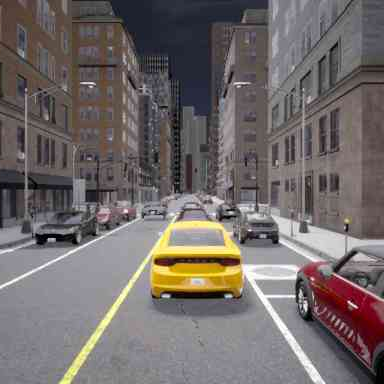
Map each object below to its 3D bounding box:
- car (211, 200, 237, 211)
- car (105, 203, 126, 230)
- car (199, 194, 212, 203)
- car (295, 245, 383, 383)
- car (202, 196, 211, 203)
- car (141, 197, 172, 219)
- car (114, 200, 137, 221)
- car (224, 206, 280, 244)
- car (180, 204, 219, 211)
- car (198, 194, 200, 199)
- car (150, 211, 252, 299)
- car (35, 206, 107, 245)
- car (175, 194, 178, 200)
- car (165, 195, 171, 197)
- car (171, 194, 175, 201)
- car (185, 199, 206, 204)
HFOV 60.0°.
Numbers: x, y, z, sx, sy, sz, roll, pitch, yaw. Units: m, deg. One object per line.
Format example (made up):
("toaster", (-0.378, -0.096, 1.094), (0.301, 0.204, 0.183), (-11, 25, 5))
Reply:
("car", (2.870, 1.569, 26.588), (1.947, 1.339, 4.313), (0, 0, 0))
("car", (-5.658, 1.584, 21.091), (1.802, 1.307, 4.206), (0, 0, 0))
("car", (2.923, 1.483, 63.678), (1.967, 1.590, 4.097), (0, 0, 0))
("car", (2.858, 1.440, 4.582), (1.967, 1.590, 4.097), (0, 0, 0))
("car", (2.936, 1.579, 69.257), (1.752, 1.417, 4.829), (0, 0, 0))
("car", (-2.985, 1.362, 27.365), (1.994, 1.385, 4.181), (0, 0, 0))
("car", (-5.656, 1.443, 26.593), (1.967, 1.590, 4.097), (0, 0, 0))
("car", (2.864, 1.552, 15.585), (2.008, 1.369, 4.403), (0, 0, 0))
("car", (0.116, 1.565, 17.506), (1.994, 1.385, 4.181), (0, 0, 0))
("car", (2.949, 1.615, 74.496), (2.008, 1.369, 4.403), (0, 0, 0))
("car", (0.099, 1.478, 8.512), (1.882, 1.535, 5.008), (0, 0, 0))
("car", (-5.661, 1.567, 15.590), (1.947, 1.339, 4.313), (0, 0, 0))
("car", (-5.539, 1.636, 90.568), (1.752, 1.417, 4.829), (0, 0, 0))
("car", (-5.601, 1.625, 63.695), (1.802, 1.307, 4.206), (0, 0, 0))
("car", (-5.576, 1.615, 74.512), (2.008, 1.369, 4.403), (0, 0, 0))
("car", (0.014, 1.529, 26.317), (1.812, 1.442, 4.674), (0, 0, 2))
